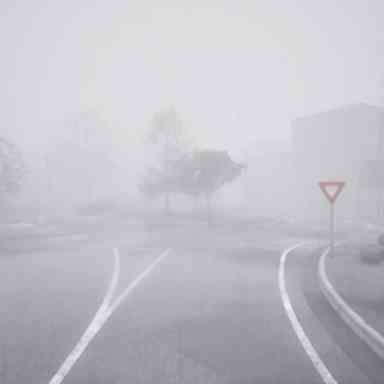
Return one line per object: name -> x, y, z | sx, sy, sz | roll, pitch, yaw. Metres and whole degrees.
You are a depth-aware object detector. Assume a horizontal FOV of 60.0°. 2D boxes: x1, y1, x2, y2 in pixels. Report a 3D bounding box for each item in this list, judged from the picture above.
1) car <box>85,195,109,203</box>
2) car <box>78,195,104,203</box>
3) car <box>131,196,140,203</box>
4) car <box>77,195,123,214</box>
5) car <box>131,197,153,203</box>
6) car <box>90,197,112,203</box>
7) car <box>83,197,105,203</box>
car -> -24.695, 1.866, 86.243 | 5.566, 2.045, 2.435 | 0, -1, -2
car -> -24.504, 1.726, 80.786 | 5.566, 2.045, 2.435 | 0, -1, -2
car -> -12.227, 1.801, 79.043 | 4.553, 1.767, 2.185 | 0, -1, -2
car -> -10.655, 1.534, 37.810 | 4.553, 1.767, 2.097 | 1, -1, -41
car -> -12.307, 2.002, 82.074 | 5.008, 1.535, 2.097 | 0, -1, -2
car -> -25.083, 2.296, 91.941 | 5.366, 1.575, 1.946 | 0, -2, -2
car -> -24.620, 2.045, 83.446 | 4.892, 1.521, 2.231 | 0, -1, -2
